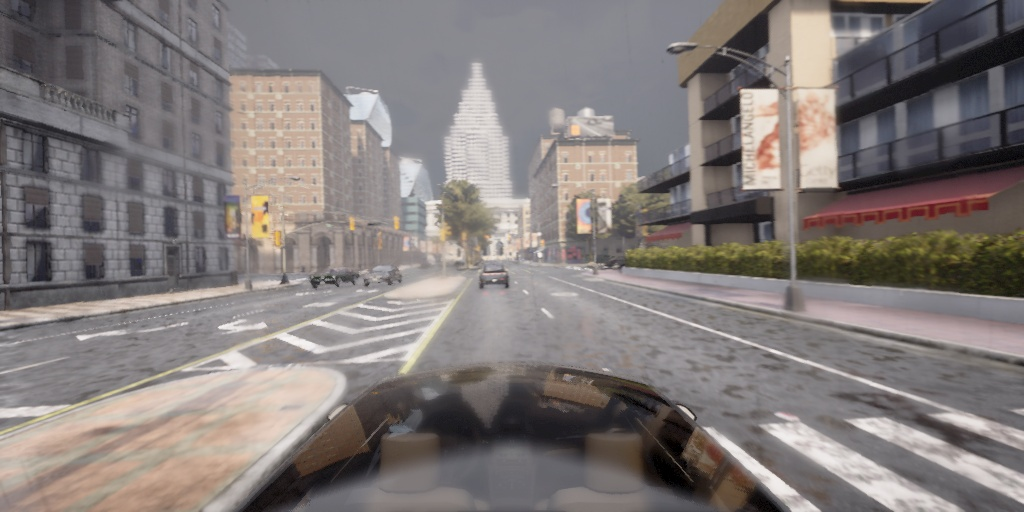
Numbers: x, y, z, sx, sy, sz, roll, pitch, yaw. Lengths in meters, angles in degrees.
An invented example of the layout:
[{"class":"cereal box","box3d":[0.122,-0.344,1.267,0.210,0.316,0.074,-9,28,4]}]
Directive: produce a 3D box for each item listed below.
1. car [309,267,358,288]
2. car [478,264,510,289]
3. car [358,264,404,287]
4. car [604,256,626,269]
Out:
[{"class":"car","box3d":[-12.998,1.514,26.513,1.895,1.301,4.718,-2,0,-4]},{"class":"car","box3d":[-1.192,1.261,23.662,2.128,1.511,4.902,-2,0,-4]},{"class":"car","box3d":[-9.511,1.341,26.769,1.812,1.442,4.674,-2,0,-4]},{"class":"car","box3d":[14.049,0.787,44.624,5.008,1.535,1.882,-2,0,-5]}]
